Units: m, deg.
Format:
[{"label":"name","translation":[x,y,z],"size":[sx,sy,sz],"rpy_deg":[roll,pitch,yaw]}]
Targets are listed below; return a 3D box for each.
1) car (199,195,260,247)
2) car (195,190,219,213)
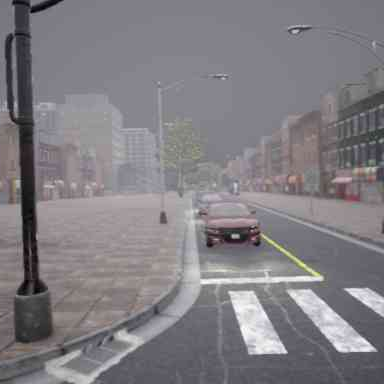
[{"label":"car","translation":[1.396,1.089,13.200],"size":[1.882,1.535,5.008],"rpy_deg":[-1,2,0]},{"label":"car","translation":[1.348,0.864,23.187],"size":[1.812,1.442,4.674],"rpy_deg":[-1,2,-1]}]
